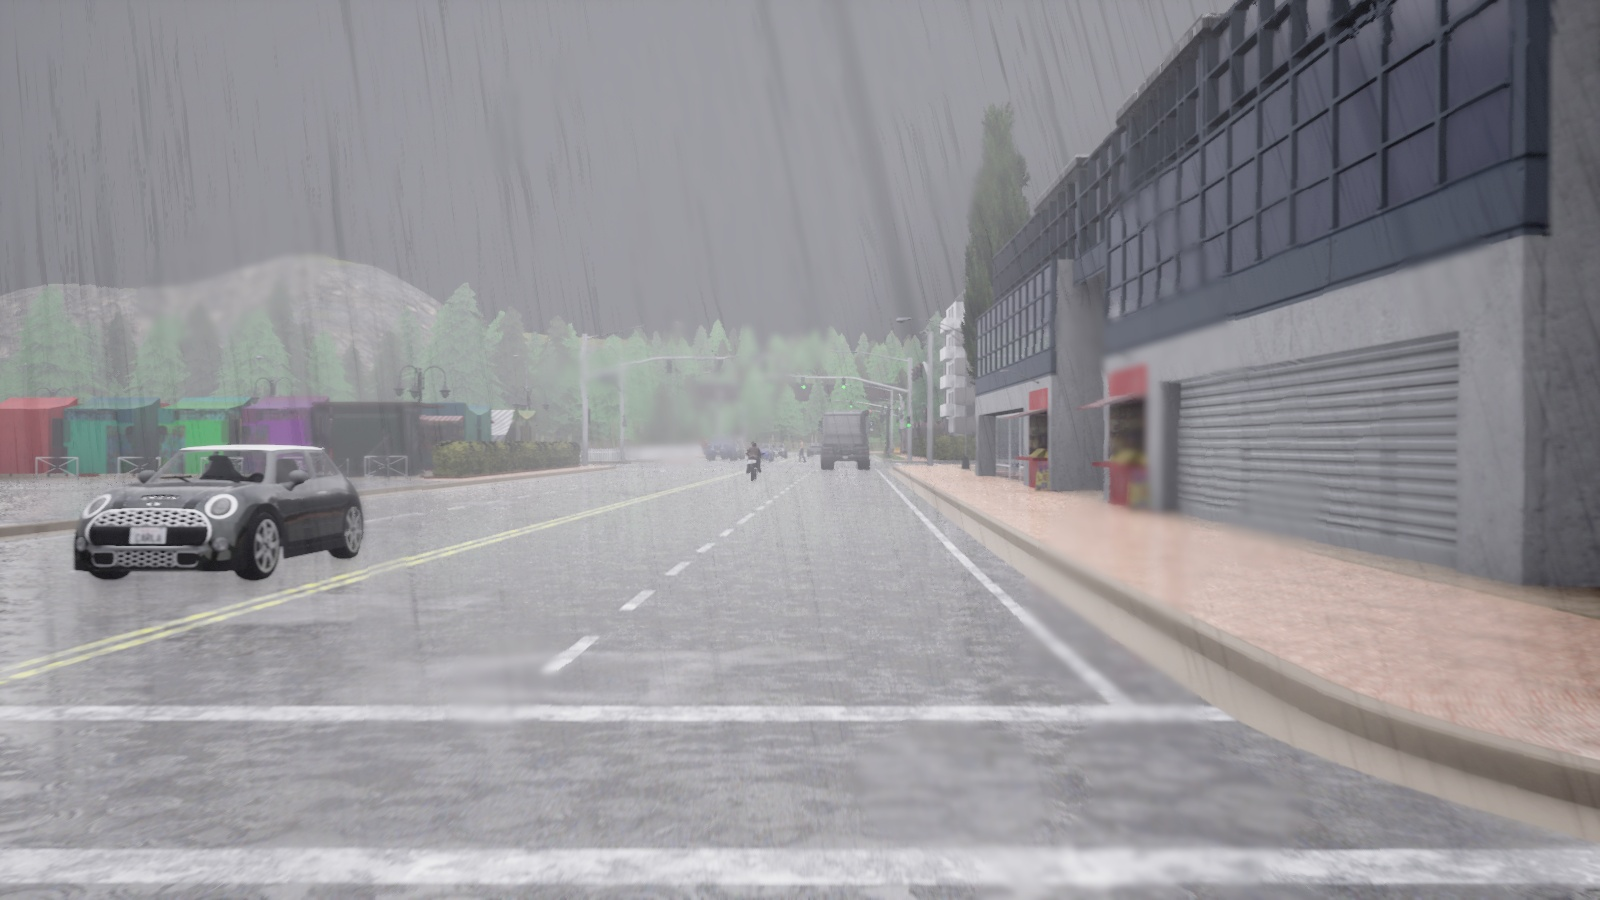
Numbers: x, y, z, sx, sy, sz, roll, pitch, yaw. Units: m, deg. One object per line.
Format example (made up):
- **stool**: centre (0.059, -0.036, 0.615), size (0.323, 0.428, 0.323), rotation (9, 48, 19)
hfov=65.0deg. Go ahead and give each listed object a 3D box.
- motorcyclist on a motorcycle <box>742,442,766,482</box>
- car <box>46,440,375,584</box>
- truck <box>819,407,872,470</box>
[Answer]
- **motorcyclist on a motorcycle**: centre (-1.809, 0.448, 49.468), size (0.797, 1.523, 2.044), rotation (0, 0, 2)
- **car**: centre (-6.700, 0.623, 14.798), size (1.970, 1.475, 3.806), rotation (0, 0, 2)
- **truck**: centre (2.670, -0.645, 72.987), size (2.891, 3.462, 7.936), rotation (0, 0, 2)
